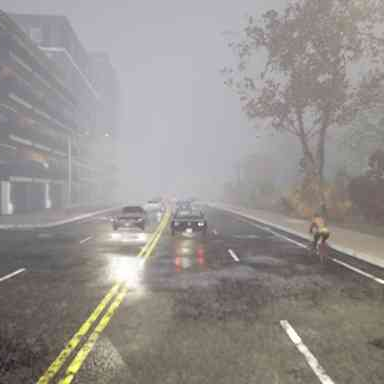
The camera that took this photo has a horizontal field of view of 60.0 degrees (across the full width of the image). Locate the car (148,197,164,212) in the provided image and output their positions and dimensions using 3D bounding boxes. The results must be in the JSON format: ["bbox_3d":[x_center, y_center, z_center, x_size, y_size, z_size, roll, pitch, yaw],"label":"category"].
[{"bbox_3d":[-4.588,1.628,39.741,1.812,1.442,4.674,0,0,-3],"label":"car"}]

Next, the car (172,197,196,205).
[{"bbox_3d":[-0.986,1.642,37.294,2.033,1.411,5.357,0,0,-3],"label":"car"}]

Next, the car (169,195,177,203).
[{"bbox_3d":[-4.088,1.523,73.884,2.097,1.767,4.553,0,0,-6],"label":"car"}]

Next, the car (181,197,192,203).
[{"bbox_3d":[-1.323,1.767,78.402,1.895,1.301,4.718,0,0,-7],"label":"car"}]

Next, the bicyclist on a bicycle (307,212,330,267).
[{"bbox_3d":[4.027,1.480,10.564,0.582,1.620,1.656,0,0,-1],"label":"bicyclist on a bicycle"}]

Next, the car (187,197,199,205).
[{"bbox_3d":[0.130,1.672,64.568,1.812,1.442,4.674,0,0,-6],"label":"car"}]

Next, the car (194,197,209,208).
[{"bbox_3d":[1.355,1.721,51.143,1.895,1.301,4.718,0,0,-5],"label":"car"}]

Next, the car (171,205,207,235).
[{"bbox_3d":[-0.211,1.652,18.971,1.895,1.301,4.718,0,0,-2],"label":"car"}]

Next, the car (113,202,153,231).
[{"bbox_3d":[-3.734,1.584,21.069,1.812,1.442,4.674,0,0,-2],"label":"car"}]
